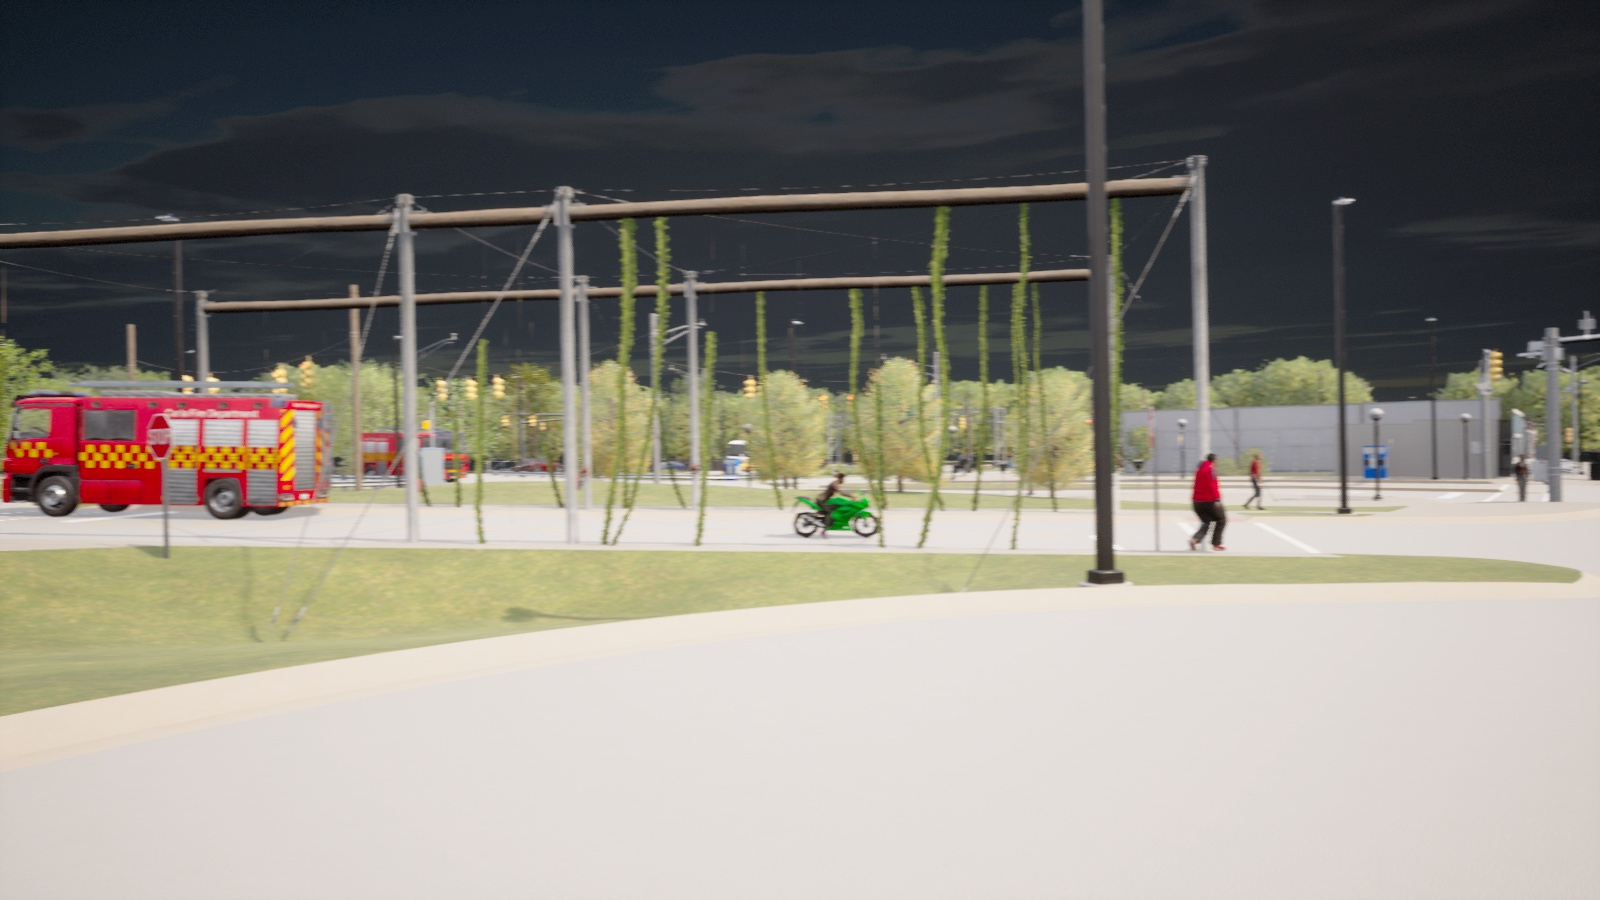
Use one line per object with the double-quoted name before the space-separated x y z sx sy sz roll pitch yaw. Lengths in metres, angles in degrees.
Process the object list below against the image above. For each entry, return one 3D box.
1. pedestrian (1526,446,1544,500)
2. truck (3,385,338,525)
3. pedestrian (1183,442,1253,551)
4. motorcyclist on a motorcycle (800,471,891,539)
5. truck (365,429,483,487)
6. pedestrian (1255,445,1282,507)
"pedestrian" 27.045 0.842 46.190 0.402 1.930 0.666 -2 0 20
"truck" -18.058 0.120 36.261 8.468 3.827 2.891 0 0 7
"pedestrian" 7.299 0.792 21.946 0.899 1.844 0.634 -2 0 -15
"motorcyclist on a motorcycle" 1.061 1.267 29.041 2.044 1.523 0.797 0 0 6
"truck" -25.850 0.513 86.205 8.468 3.827 2.891 0 0 33
"pedestrian" 14.175 0.790 37.986 0.636 1.846 0.331 -2 0 7
